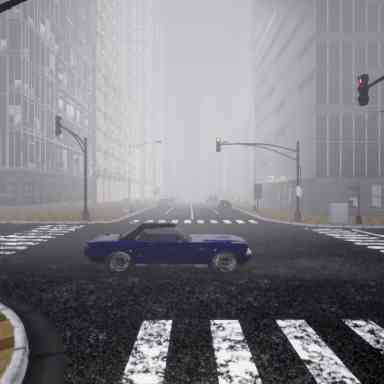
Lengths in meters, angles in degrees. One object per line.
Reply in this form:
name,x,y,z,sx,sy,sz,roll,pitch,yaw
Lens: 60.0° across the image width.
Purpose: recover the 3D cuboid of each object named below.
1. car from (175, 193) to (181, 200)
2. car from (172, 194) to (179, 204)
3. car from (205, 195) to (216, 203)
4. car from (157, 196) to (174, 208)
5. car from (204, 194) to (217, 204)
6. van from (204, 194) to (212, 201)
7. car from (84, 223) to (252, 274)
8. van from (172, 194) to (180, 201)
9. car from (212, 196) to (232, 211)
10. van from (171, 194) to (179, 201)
car,-4.054,1.426,74.964,1.967,1.590,4.097,0,0,0
car,-4.020,1.564,63.909,1.947,1.339,4.313,0,0,0
car,3.843,1.432,69.461,1.967,1.590,4.097,0,0,0
car,-3.970,1.592,47.326,1.802,1.307,4.206,0,0,0
car,3.860,1.313,63.932,2.192,1.841,5.009,0,0,0
van,3.809,1.321,80.516,1.690,1.788,3.998,0,0,0
car,-0.645,1.614,10.047,4.718,1.301,1.895,1,0,-3
van,-4.088,1.315,86.019,1.690,1.788,3.998,0,0,0
car,3.976,1.579,41.824,1.947,1.339,4.313,0,0,0
van,-4.071,1.321,80.492,1.690,1.788,3.998,0,0,0
